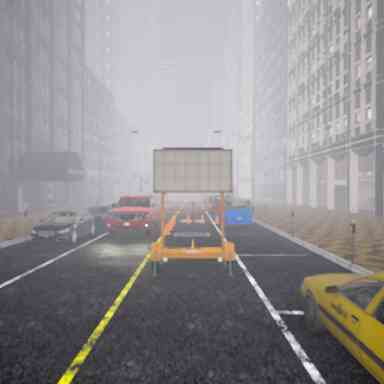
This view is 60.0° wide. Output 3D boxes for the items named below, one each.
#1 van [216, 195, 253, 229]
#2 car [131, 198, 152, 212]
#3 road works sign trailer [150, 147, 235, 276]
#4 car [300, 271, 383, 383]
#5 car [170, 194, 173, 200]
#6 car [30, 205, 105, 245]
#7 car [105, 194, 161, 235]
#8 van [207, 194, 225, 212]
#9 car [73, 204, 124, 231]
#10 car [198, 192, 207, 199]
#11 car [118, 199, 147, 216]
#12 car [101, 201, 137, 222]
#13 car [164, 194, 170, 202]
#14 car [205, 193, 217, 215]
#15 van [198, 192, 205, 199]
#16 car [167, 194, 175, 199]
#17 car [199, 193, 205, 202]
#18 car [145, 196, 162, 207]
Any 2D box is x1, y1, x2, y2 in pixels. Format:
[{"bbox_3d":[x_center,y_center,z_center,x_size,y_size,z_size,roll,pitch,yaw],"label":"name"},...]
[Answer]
[{"bbox_3d":[2.692,1.262,20.813,1.690,1.788,3.998,-1,0,0],"label":"van"},{"bbox_3d":[-5.676,1.439,37.870,1.802,1.307,4.206,-1,0,0],"label":"car"},{"bbox_3d":[0.025,0.425,10.184,2.380,3.560,2.880,0,0,0],"label":"road works sign trailer"},{"bbox_3d":[2.684,1.510,3.933,1.752,1.417,4.829,-1,0,0],"label":"car"},{"bbox_3d":[-5.656,1.309,71.971,1.802,1.307,4.206,-1,0,0],"label":"car"},{"bbox_3d":[-5.690,1.493,15.135,2.008,1.369,4.403,-1,0,0],"label":"car"},{"bbox_3d":[-3.090,1.151,18.541,2.150,2.045,5.566,0,0,0],"label":"car"},{"bbox_3d":[2.702,1.198,37.864,1.690,1.788,3.998,-1,0,0],"label":"van"},{"bbox_3d":[-5.686,1.487,20.819,1.947,1.339,4.313,-1,0,0],"label":"car"},{"bbox_3d":[2.731,0.976,89.017,2.192,1.841,5.009,-1,0,0],"label":"car"},{"bbox_3d":[-5.680,1.429,32.186,2.008,1.369,4.403,-1,0,0],"label":"car"},{"bbox_3d":[-5.683,1.444,26.503,1.887,1.381,4.507,-1,0,0],"label":"car"},{"bbox_3d":[-5.663,1.321,60.604,2.008,1.369,4.403,-1,0,0],"label":"car"},{"bbox_3d":[2.698,1.193,32.181,2.192,1.841,5.009,-1,0,0],"label":"car"},{"bbox_3d":[2.735,0.980,94.700,1.690,1.788,3.998,-1,0,0],"label":"van"},{"bbox_3d":[-5.647,1.187,88.852,1.752,1.417,4.829,-1,0,0],"label":"car"},{"bbox_3d":[2.717,1.321,60.599,2.008,1.369,4.403,-1,0,0],"label":"car"},{"bbox_3d":[-5.670,1.364,49.237,2.008,1.369,4.403,-1,0,0],"label":"car"}]
